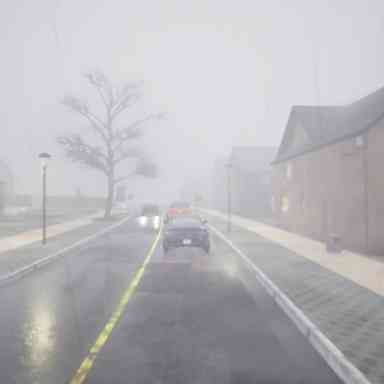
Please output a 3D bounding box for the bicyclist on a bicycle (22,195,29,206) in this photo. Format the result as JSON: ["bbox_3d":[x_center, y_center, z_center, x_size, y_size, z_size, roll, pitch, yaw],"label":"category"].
[{"bbox_3d":[-24.745,1.328,49.455,0.582,1.620,1.656,1,-1,4],"label":"bicyclist on a bicycle"}]

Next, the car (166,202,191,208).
[{"bbox_3d":[-1.172,1.627,29.199,2.097,1.767,4.553,0,-1,-5],"label":"car"}]

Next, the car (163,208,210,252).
[{"bbox_3d":[-0.277,1.663,14.463,1.812,1.442,4.674,0,0,-2],"label":"car"}]

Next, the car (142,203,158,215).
[{"bbox_3d":[-4.824,1.961,38.464,1.895,1.301,4.718,0,-1,-6],"label":"car"}]
